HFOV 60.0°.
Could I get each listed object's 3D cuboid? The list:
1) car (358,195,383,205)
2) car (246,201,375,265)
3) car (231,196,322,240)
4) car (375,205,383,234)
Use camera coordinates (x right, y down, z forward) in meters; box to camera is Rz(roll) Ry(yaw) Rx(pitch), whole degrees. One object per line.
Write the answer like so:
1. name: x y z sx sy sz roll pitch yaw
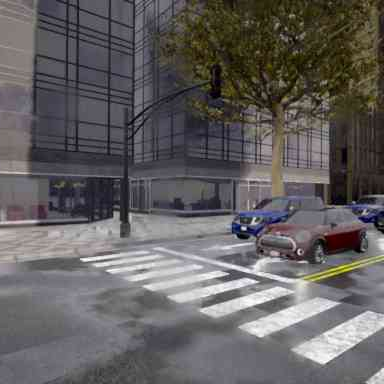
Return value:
1. car: 12.477 1.225 22.588 5.566 2.045 2.150 0 0 -39
2. car: 4.344 1.354 11.882 4.553 1.767 2.097 0 0 -39
3. car: 4.388 1.223 16.088 5.566 2.045 2.150 0 0 -39
4. car: 12.025 1.554 18.060 5.357 1.411 2.033 0 0 -39
